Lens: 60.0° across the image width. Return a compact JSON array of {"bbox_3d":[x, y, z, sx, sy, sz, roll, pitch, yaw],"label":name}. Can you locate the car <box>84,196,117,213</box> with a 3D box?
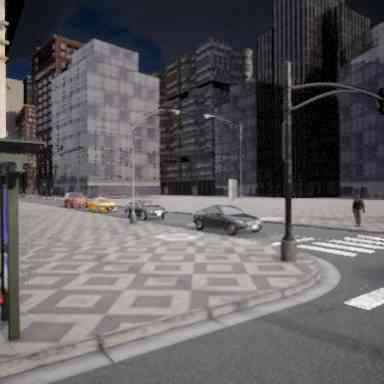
[{"bbox_3d":[-9.594,1.360,35.417,1.882,1.535,5.008,-1,1,-34],"label":"car"}]

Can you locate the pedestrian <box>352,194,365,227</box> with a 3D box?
[{"bbox_3d":[9.292,1.029,18.587,0.375,1.860,0.375,-1,0,-34],"label":"pedestrian"}]

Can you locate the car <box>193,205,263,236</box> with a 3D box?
[{"bbox_3d":[1.844,1.466,18.513,1.812,1.442,4.674,-1,1,-34],"label":"car"}]

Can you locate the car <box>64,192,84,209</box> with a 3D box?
[{"bbox_3d":[-15.378,1.071,44.050,2.150,2.045,5.566,-1,1,-34],"label":"car"}]

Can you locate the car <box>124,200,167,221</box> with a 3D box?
[{"bbox_3d":[-3.821,1.403,26.862,2.128,1.511,4.902,-1,1,-34],"label":"car"}]

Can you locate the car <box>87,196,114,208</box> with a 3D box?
[{"bbox_3d":[-12.528,1.310,45.357,2.128,1.511,4.902,-1,1,-33],"label":"car"}]
